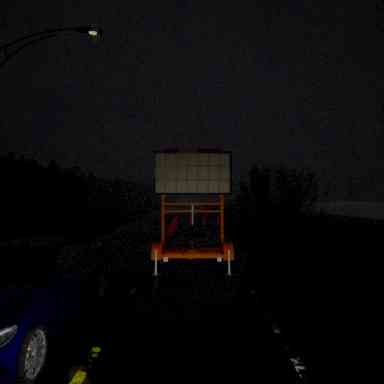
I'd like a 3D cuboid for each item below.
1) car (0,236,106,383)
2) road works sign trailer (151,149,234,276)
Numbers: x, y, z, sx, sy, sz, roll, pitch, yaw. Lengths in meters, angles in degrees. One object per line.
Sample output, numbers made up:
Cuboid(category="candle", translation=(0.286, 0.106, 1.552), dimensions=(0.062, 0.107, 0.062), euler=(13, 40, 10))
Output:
Cuboid(category="car", translation=(-2.740, 1.530, 5.480), dimensions=(1.812, 1.442, 4.674), euler=(0, 0, 0))
Cuboid(category="road works sign trailer", translation=(0.019, 0.475, 10.411), dimensions=(2.380, 3.560, 2.880), euler=(0, 0, 0))
